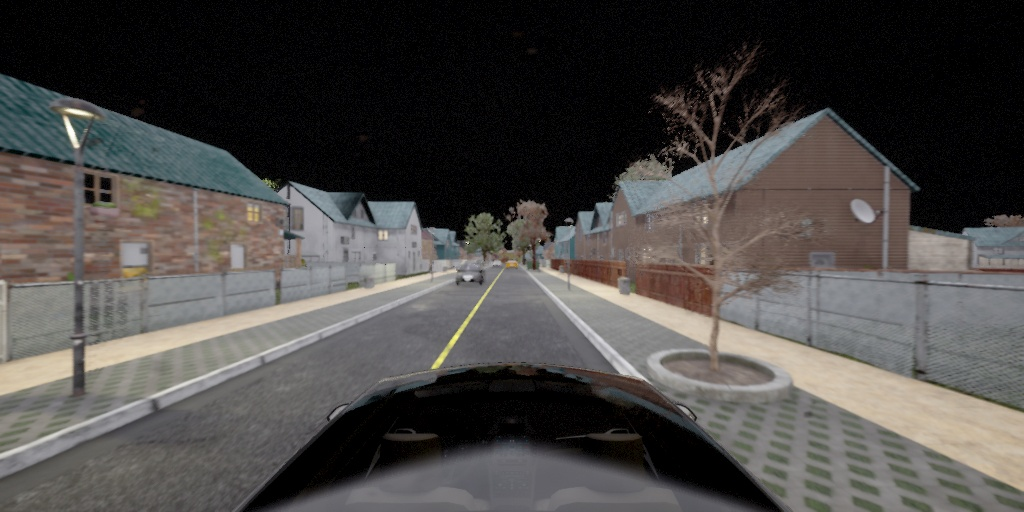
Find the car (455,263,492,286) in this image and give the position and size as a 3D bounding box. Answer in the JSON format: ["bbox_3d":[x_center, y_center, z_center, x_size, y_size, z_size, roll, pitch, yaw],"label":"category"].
[{"bbox_3d":[-2.852,1.257,25.587,2.128,1.511,4.902,0,0,0],"label":"car"}]

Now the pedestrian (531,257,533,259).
[{"bbox_3d":[2.995,1.039,53.112,0.375,1.860,0.375,-2,1,-1],"label":"pedestrian"}]

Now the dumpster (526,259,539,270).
[{"bbox_3d":[2.994,1.285,52.109,1.020,1.700,1.940,0,0,0],"label":"dumpster"}]

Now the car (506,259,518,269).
[{"bbox_3d":[-0.018,1.432,60.652,1.882,1.535,5.008,0,0,0],"label":"car"}]
